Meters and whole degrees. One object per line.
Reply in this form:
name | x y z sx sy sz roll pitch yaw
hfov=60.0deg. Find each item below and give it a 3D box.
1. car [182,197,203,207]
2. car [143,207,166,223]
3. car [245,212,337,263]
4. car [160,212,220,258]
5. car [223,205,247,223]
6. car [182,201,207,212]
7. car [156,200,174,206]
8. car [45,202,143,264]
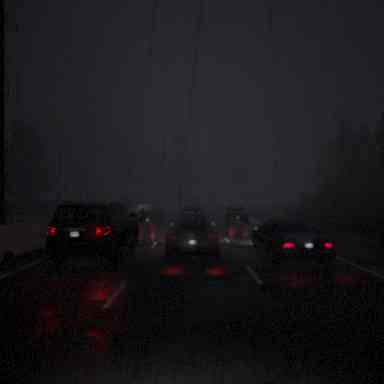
car | 0.131 1.977 69.407 2.150 2.045 5.566 0 -1 25
car | -3.339 1.907 28.098 1.895 1.301 4.718 0 -1 3
car | 3.525 1.685 12.512 2.033 1.411 5.357 0 -1 0
car | 0.033 1.711 13.365 1.994 1.385 4.181 0 -1 1
car | 3.688 1.799 28.171 2.128 1.511 4.902 0 0 4
car | 0.189 1.800 28.261 2.128 1.511 4.902 0 0 4
car | -5.814 2.389 73.186 1.895 1.301 4.718 0 -1 25
car | -3.476 1.363 12.568 2.150 2.045 5.566 0 0 0
